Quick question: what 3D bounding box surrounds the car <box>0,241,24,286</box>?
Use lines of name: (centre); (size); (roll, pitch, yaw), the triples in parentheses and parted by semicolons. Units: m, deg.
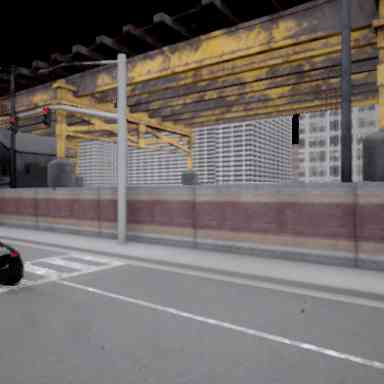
car: (-6.059, 1.587, 8.302); (4.181, 1.385, 1.994); (0, 0, 35)
